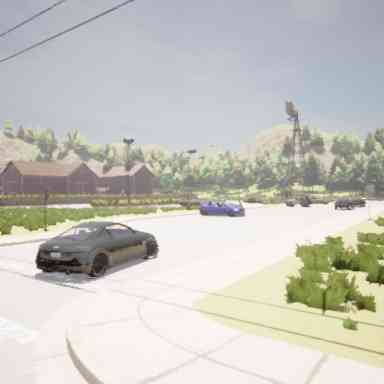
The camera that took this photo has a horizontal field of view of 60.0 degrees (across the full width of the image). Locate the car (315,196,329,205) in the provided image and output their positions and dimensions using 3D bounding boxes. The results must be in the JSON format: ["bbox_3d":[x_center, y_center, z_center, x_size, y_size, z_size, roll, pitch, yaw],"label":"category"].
[{"bbox_3d":[24.101,1.655,64.109,4.193,1.474,1.816,-1,0,35],"label":"car"}]

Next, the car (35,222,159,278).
[{"bbox_3d":[-2.766,1.627,10.575,1.994,1.385,4.181,-1,0,24],"label":"car"}]

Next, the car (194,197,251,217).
[{"bbox_3d":[2.970,1.611,32.896,4.611,1.667,2.242,-1,0,35],"label":"car"}]

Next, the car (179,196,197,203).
[{"bbox_3d":[0.139,1.544,51.978,4.605,1.855,1.932,-1,0,35],"label":"car"}]

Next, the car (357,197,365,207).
[{"bbox_3d":[25.895,1.563,52.343,1.882,1.535,5.008,-1,0,35],"label":"car"}]

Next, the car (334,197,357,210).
[{"bbox_3d":[20.156,1.586,44.028,1.837,1.490,4.892,-1,0,35],"label":"car"}]

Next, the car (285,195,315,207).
[{"bbox_3d":[16.840,1.453,52.735,3.866,1.878,1.905,-1,0,35],"label":"car"}]

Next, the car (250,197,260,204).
[{"bbox_3d":[12.874,1.764,70.503,3.905,1.438,1.784,-1,0,35],"label":"car"}]
